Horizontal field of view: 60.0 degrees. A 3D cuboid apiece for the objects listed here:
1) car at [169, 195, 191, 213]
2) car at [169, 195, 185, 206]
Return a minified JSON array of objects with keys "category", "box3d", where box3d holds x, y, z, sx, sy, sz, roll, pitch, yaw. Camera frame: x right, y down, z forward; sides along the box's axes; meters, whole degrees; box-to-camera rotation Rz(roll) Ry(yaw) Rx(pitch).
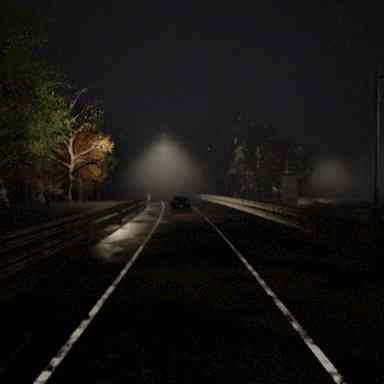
[{"category":"car","box3d":[-1.122,1.157,32.901,1.882,1.535,5.008,0,0,-3]},{"category":"car","box3d":[-2.168,1.121,46.079,1.994,1.385,4.181,0,0,-5]}]
